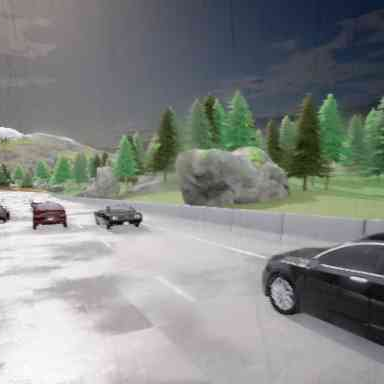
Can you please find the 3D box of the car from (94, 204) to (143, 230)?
[{"bbox_3d":[-4.513,1.386,19.707,1.895,1.301,4.718,-2,1,-26],"label":"car"}]

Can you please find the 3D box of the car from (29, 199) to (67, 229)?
[{"bbox_3d":[-9.208,1.397,21.295,1.882,1.535,5.008,-2,1,-26],"label":"car"}]

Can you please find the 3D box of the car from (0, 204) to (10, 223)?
[{"bbox_3d":[-15.401,1.641,25.921,1.994,1.385,4.181,-2,1,-26],"label":"car"}]

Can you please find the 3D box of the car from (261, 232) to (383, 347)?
[{"bbox_3d":[2.953,1.309,4.643,1.837,1.490,4.892,-2,1,-26],"label":"car"}]
